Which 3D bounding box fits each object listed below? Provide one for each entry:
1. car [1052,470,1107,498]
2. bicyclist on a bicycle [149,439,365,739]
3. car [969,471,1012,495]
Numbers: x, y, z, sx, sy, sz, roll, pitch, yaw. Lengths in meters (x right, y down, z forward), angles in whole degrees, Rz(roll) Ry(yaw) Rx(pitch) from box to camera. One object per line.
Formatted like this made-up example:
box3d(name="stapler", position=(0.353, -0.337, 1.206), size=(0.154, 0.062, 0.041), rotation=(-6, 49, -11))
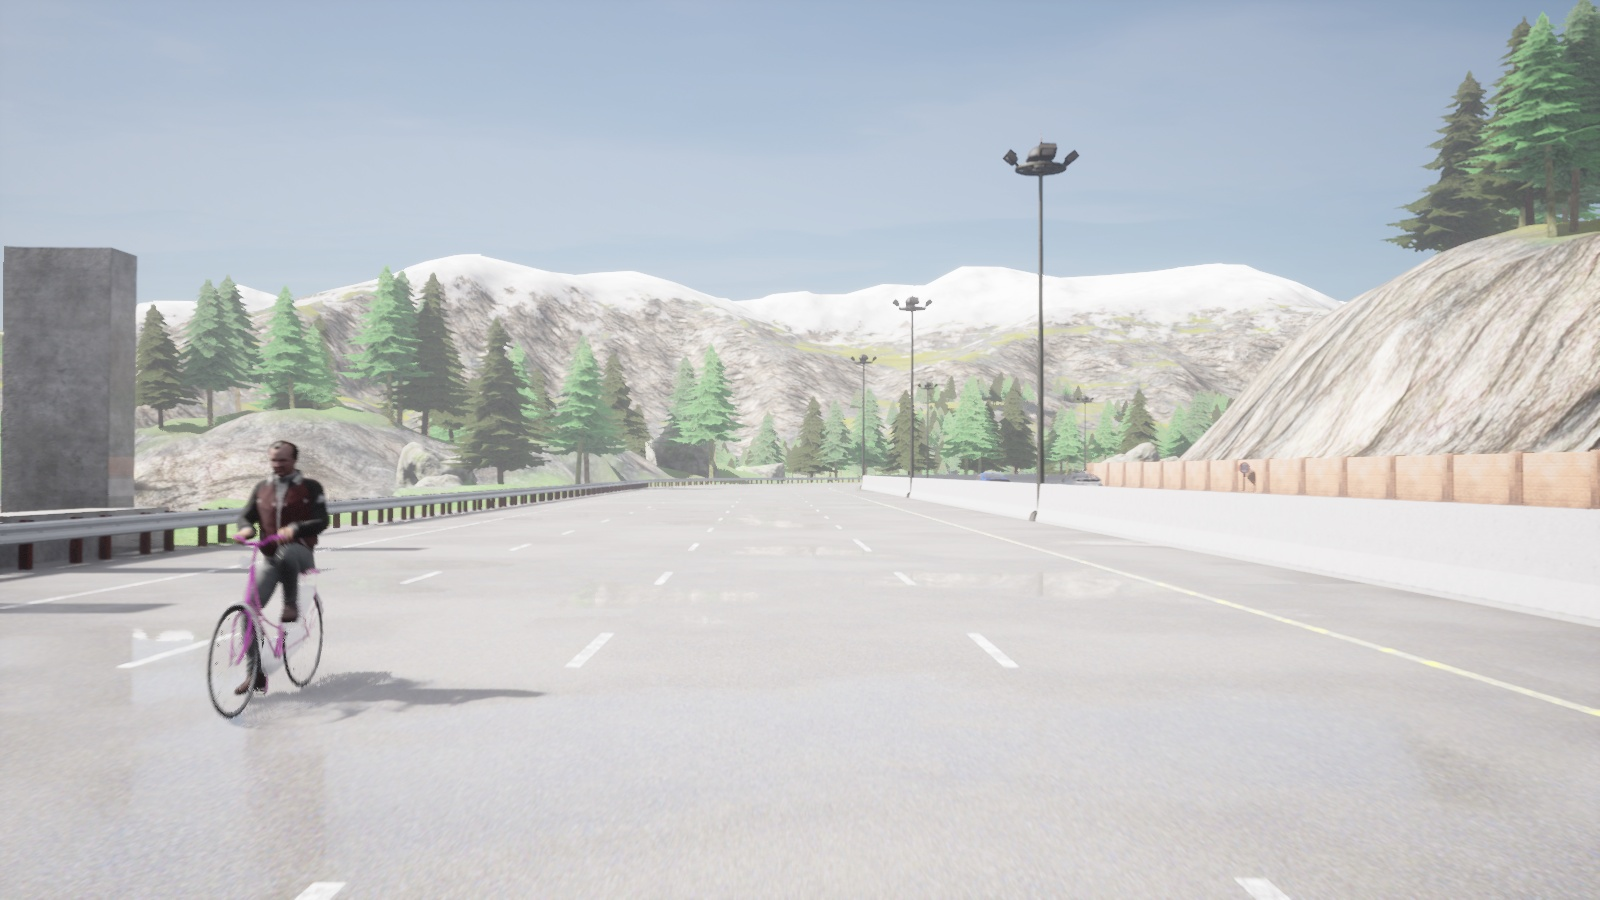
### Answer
box3d(name="car", position=(15.900, 1.895, 71.541), size=(2.007, 1.525, 4.514), rotation=(0, -1, -1))
box3d(name="bicyclist on a bicycle", position=(-3.538, 0.840, 8.369), size=(0.659, 1.776, 1.843), rotation=(0, -1, -1))
box3d(name="car", position=(12.165, 2.091, 80.523), size=(1.882, 1.535, 5.008), rotation=(0, -1, -1))
